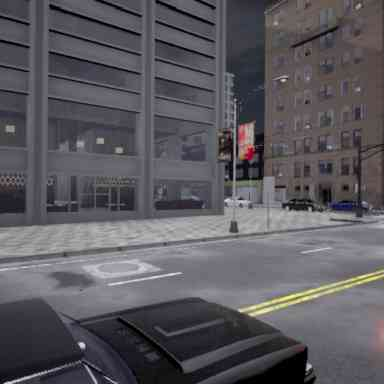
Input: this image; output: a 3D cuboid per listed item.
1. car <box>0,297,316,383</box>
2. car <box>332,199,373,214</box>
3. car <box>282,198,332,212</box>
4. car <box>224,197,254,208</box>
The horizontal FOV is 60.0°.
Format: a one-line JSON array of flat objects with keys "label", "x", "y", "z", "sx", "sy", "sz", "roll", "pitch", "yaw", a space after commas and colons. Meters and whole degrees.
[{"label": "car", "x": -1.177, "y": 1.601, "z": 2.545, "sx": 4.718, "sy": 1.301, "sz": 1.895, "roll": 0, "pitch": 0, "yaw": -35}, {"label": "car", "x": 16.347, "y": 1.468, "z": 34.835, "sx": 1.812, "sy": 1.442, "sz": 4.674, "roll": 1, "pitch": 0, "yaw": -35}, {"label": "car", "x": 11.901, "y": 1.395, "z": 35.581, "sx": 1.837, "sy": 1.490, "sz": 4.892, "roll": 1, "pitch": 0, "yaw": -35}, {"label": "car", "x": 6.037, "y": 1.374, "z": 43.907, "sx": 1.812, "sy": 1.442, "sz": 4.674, "roll": 1, "pitch": 0, "yaw": -35}]
